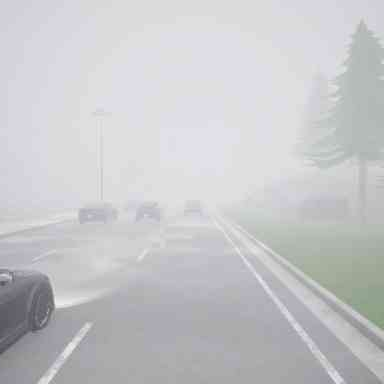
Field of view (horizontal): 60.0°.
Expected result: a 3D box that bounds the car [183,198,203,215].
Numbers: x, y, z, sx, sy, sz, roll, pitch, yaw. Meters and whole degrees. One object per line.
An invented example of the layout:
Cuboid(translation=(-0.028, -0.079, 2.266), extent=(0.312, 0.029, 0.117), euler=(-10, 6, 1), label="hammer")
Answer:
Cuboid(translation=(0.095, 1.546, 33.973), extent=(2.033, 1.411, 5.357), euler=(0, 0, 0), label="car")

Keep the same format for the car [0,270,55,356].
Cuboid(translation=(-3.403, 1.563, 4.171), extent=(1.994, 1.385, 4.181), euler=(0, 0, 0), label="car")

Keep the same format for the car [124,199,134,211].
Cuboid(translation=(-6.897, 1.546, 40.324), extent=(2.033, 1.411, 5.357), euler=(0, 0, 0), label="car")

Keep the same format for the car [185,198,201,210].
Cuboid(translation=(0.130, 1.546, 44.058), extent=(2.033, 1.411, 5.357), euler=(0, 0, 1), label="car")

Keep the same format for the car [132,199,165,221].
Cuboid(translation=(-3.399, 1.503, 27.205), extent=(1.837, 1.490, 4.892), euler=(0, 0, 0), label="car")

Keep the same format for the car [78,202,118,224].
Cuboid(translation=(-6.899, 1.477, 24.918), extent=(1.882, 1.535, 5.008), euler=(0, 0, 0), label="car")
